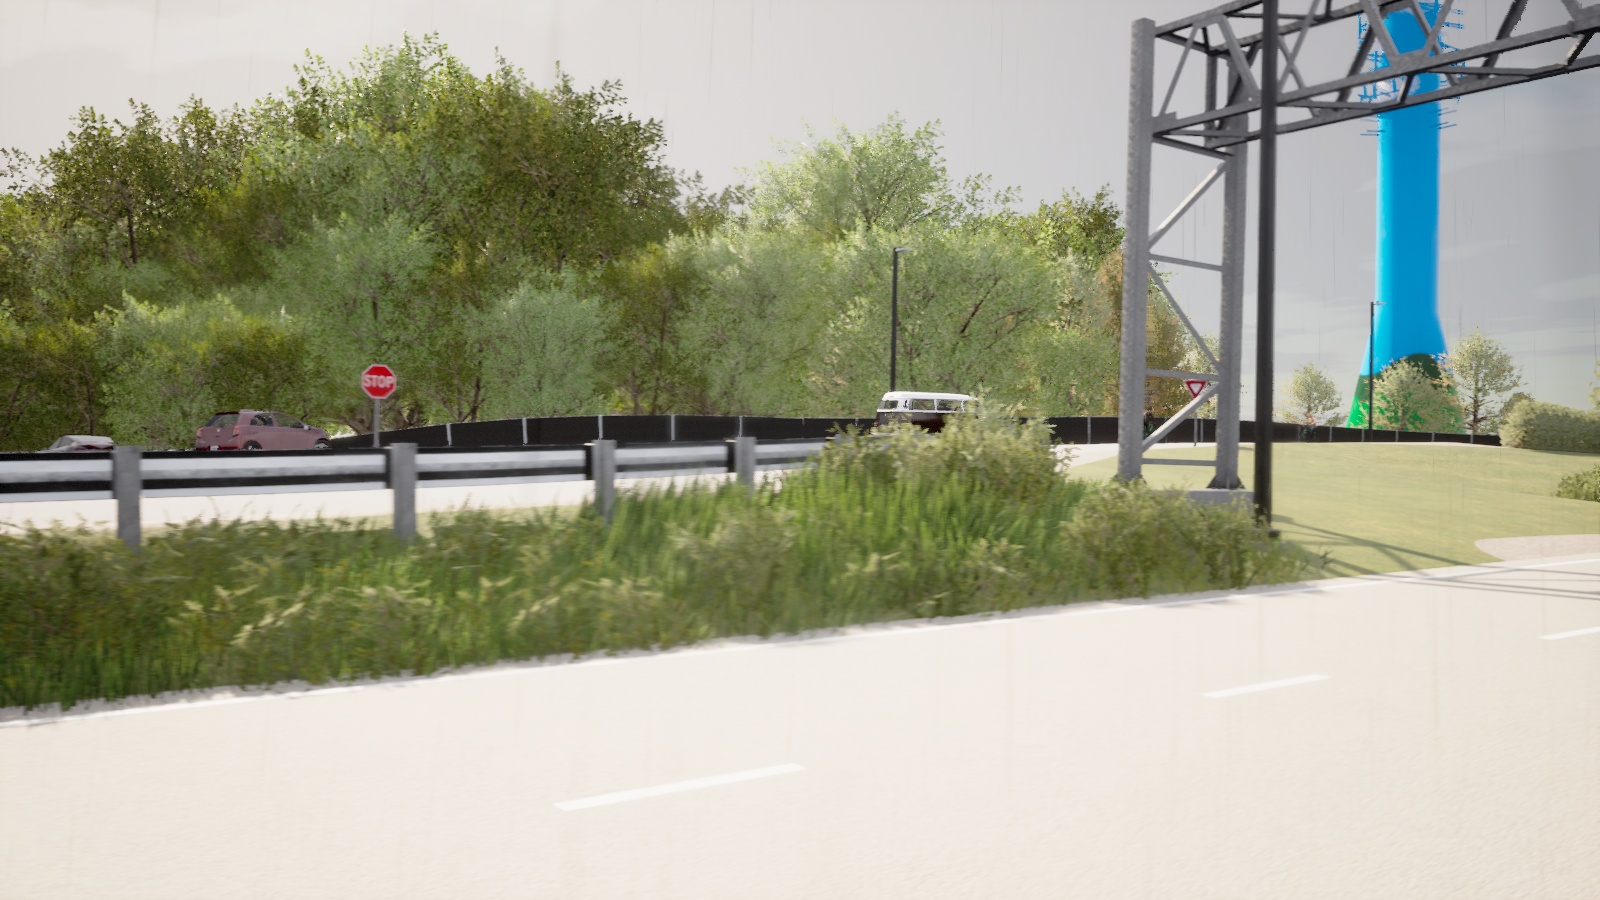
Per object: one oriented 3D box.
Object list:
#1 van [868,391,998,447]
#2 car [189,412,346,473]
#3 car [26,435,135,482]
[{"bbox_3d":[5.006,-1.156,47.170,4.480,2.038,2.069,0,2,-31],"label":"van"},{"bbox_3d":[-14.552,-0.237,34.486,1.845,1.501,3.633,-2,1,24],"label":"car"},{"bbox_3d":[-26.188,0.362,45.625,4.792,1.488,2.163,-3,-4,44],"label":"car"}]
